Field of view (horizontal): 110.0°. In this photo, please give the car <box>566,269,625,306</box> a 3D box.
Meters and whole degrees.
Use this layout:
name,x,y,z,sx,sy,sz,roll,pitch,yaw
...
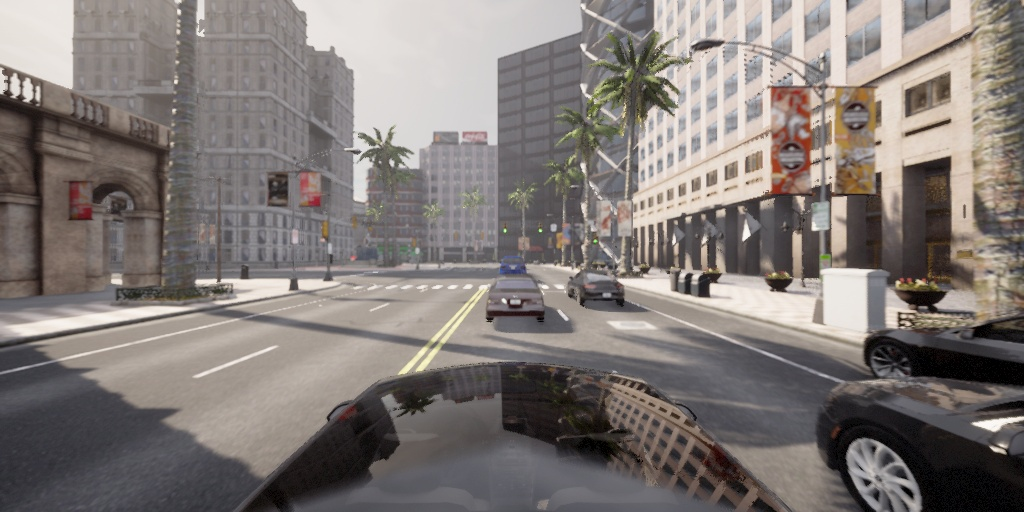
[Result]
name,x,y,z,sx,sy,sz,roll,pitch,yaw
car,3.594,1.315,15.858,1.812,1.442,4.674,0,0,0

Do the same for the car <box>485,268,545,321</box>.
name,x,y,z,sx,sy,sz,roll,pitch,yaw
car,0.094,1.327,12.463,2.033,1.411,5.357,0,0,0

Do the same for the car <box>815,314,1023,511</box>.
name,x,y,z,sx,sy,sz,roll,pitch,yaw
car,3.597,1.252,1.160,1.837,1.490,4.892,0,-1,0

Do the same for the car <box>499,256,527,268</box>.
name,x,y,z,sx,sy,sz,roll,pitch,yaw
car,0.084,1.050,30.791,2.150,2.045,5.566,0,0,0
